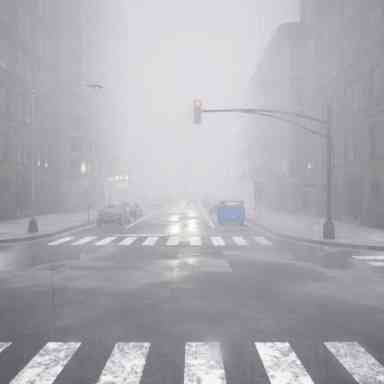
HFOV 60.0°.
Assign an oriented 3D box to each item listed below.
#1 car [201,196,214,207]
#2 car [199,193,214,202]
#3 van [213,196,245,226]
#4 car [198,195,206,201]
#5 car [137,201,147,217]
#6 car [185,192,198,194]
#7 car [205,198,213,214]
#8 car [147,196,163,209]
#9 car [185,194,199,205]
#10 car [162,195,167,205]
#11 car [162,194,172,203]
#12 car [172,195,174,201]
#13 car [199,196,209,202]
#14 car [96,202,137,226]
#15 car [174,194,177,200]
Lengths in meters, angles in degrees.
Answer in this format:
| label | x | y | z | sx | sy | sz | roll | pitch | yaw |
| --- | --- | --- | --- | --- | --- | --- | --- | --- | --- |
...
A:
| label | x | y | z | sx | sy | sz | roll | pitch | yaw |
| --- | --- | --- | --- | --- | --- | --- | --- | --- | --- |
| car | 2.625 | 1.576 | 45.912 | 1.802 | 1.307 | 4.206 | 0 | 0 | 0 |
| car | 2.623 | 1.305 | 51.594 | 2.192 | 1.841 | 5.009 | 0 | 0 | 0 |
| van | 2.630 | 1.340 | 23.187 | 1.690 | 1.788 | 3.998 | 0 | 0 | 0 |
| car | 2.614 | 1.531 | 85.681 | 1.947 | 1.339 | 4.313 | 0 | 0 | 0 |
| car | -5.396 | 1.543 | 28.858 | 1.887 | 1.381 | 4.507 | 0 | 0 | 0 |
| car | 0.076 | 1.331 | 67.096 | 2.097 | 1.767 | 4.553 | 0 | 0 | -2 |
| car | 2.628 | 1.580 | 34.549 | 1.802 | 1.307 | 4.206 | 0 | 0 | 0 |
| car | -5.401 | 1.520 | 45.734 | 1.752 | 1.417 | 4.829 | 0 | 0 | 0 |
| car | 0.088 | 1.512 | 57.266 | 1.812 | 1.442 | 4.674 | 0 | 0 | 0 |
| car | -5.402 | 1.556 | 51.586 | 1.947 | 1.339 | 4.313 | 0 | 0 | 0 |
| car | -5.405 | 1.548 | 62.949 | 1.947 | 1.339 | 4.313 | 0 | 0 | 0 |
| car | -5.407 | 1.293 | 68.631 | 2.192 | 1.841 | 5.009 | 0 | 0 | 0 |
| car | 2.617 | 1.524 | 74.319 | 2.008 | 1.369 | 4.403 | 0 | 0 | 0 |
| car | -5.395 | 1.549 | 23.176 | 2.008 | 1.369 | 4.403 | 0 | 0 | 0 |
| car | -5.410 | 1.409 | 79.995 | 1.967 | 1.590 | 4.097 | 0 | 0 | 0 |
